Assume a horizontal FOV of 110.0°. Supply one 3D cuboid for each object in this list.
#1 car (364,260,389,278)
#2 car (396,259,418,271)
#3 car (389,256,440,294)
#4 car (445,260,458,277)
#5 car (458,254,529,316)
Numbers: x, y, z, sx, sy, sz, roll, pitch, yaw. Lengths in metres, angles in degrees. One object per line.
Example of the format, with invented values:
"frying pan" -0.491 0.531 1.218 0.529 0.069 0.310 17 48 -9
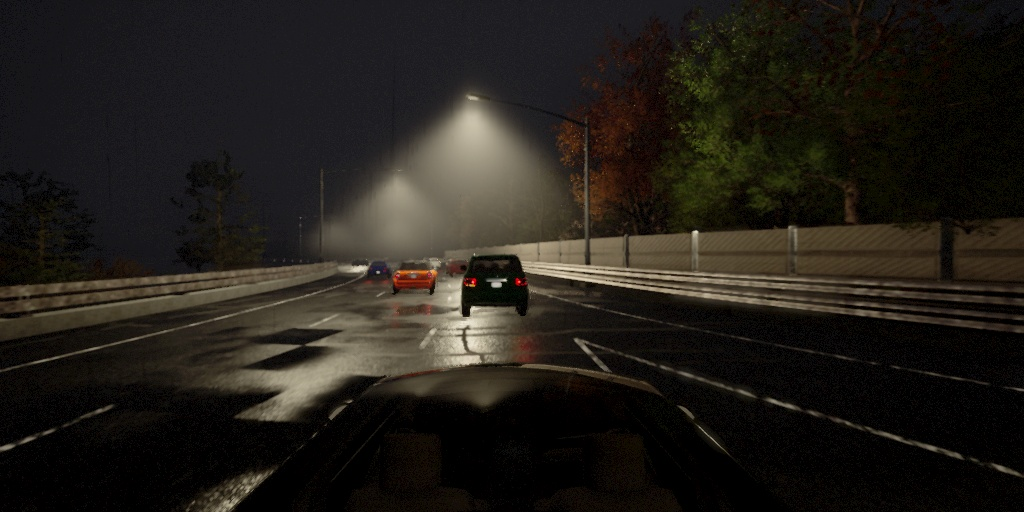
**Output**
"car" -11.795 1.173 31.964 1.812 1.442 4.674 0 0 -17
"car" -14.034 1.134 47.693 2.033 1.411 5.357 0 0 -25
"car" -5.293 1.036 20.025 2.097 1.767 4.553 0 0 -10
"car" -5.143 1.105 33.778 1.882 1.535 5.008 0 0 -17
"car" -0.744 0.927 13.411 2.150 2.045 5.566 0 1 -6
